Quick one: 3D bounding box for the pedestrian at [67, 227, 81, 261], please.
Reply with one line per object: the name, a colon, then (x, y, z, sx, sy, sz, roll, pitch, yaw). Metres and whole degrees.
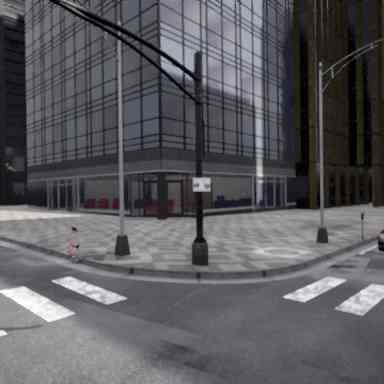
pedestrian: (-3.491, 1.512, 9.964, 0.500, 1.100, 0.500, -1, 0, 43)

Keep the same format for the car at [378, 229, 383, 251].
car: (8.613, 1.553, 12.987, 1.802, 1.307, 4.206, -1, -1, 43)
